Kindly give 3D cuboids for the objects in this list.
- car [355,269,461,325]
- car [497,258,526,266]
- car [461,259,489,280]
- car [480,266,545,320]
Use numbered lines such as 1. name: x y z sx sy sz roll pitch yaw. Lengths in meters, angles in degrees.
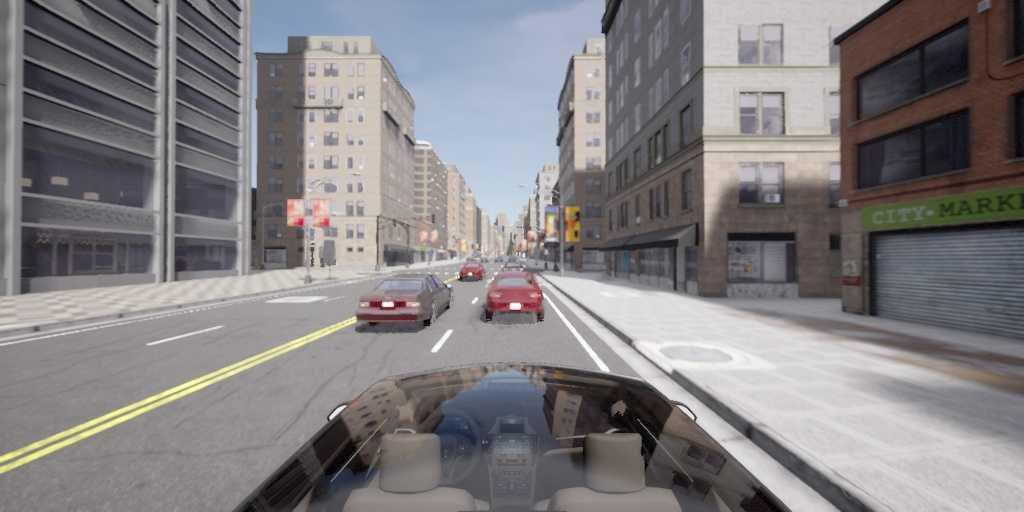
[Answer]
1. car: -3.150 1.267 11.602 2.033 1.411 5.357 0 0 0
2. car: 0.108 1.150 28.467 2.128 1.511 4.902 0 0 0
3. car: -3.142 1.182 29.201 1.812 1.442 4.674 0 0 0
4. car: 0.089 1.241 12.357 1.812 1.442 4.674 0 0 0
